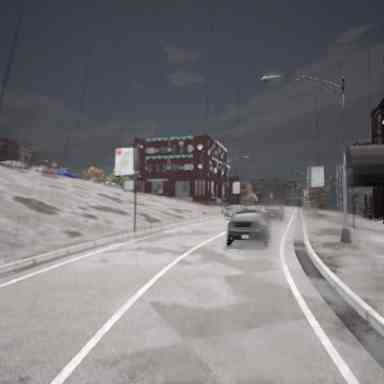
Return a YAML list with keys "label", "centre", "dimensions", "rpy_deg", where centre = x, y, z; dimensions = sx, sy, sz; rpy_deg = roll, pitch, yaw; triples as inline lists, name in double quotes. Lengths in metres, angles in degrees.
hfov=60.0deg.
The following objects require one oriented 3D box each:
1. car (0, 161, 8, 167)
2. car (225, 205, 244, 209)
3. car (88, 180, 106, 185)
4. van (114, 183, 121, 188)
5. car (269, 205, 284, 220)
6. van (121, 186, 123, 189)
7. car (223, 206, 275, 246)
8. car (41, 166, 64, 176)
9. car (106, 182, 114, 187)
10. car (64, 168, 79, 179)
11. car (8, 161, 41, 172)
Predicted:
- label: "car"
  centre: [-21.189, -2.931, 33.046]
  dimensions: [2.002, 1.452, 4.674]
  rpy_deg: [0, -3, 10]
- label: "car"
  centre: [4.512, 2.038, 33.975]
  dimensions: [2.128, 1.511, 4.902]
  rpy_deg: [0, -2, 18]
- label: "car"
  centre: [-17.918, -1.445, 60.512]
  dimensions: [2.002, 1.452, 4.674]
  rpy_deg: [0, -4, 4]
- label: "van"
  centre: [-17.360, -0.955, 71.704]
  dimensions: [1.878, 1.987, 4.442]
  rpy_deg: [0, -4, 2]
- label: "car"
  centre: [8.399, 2.077, 33.974]
  dimensions: [1.812, 1.442, 4.674]
  rpy_deg: [0, -2, 18]
- label: "van"
  centre: [-17.266, -0.550, 77.228]
  dimensions: [1.878, 1.987, 4.442]
  rpy_deg: [0, -4, 1]
- label: "car"
  centre: [2.855, 1.644, 16.145]
  dimensions: [1.837, 1.490, 4.892]
  rpy_deg: [-1, -1, 15]
- label: "car"
  centre: [-19.538, -2.567, 43.975]
  dimensions: [2.185, 1.767, 4.553]
  rpy_deg: [0, -3, 8]
- label: "car"
  centre: [-17.602, -1.083, 66.033]
  dimensions: [2.002, 1.452, 4.674]
  rpy_deg: [0, -4, 3]
- label: "car"
  centre: [-18.862, -2.393, 49.543]
  dimensions: [2.435, 2.045, 5.566]
  rpy_deg: [0, -3, 7]
- label: "car"
  centre: [-20.318, -2.720, 38.393]
  dimensions: [2.231, 1.521, 4.892]
  rpy_deg: [0, -3, 9]
